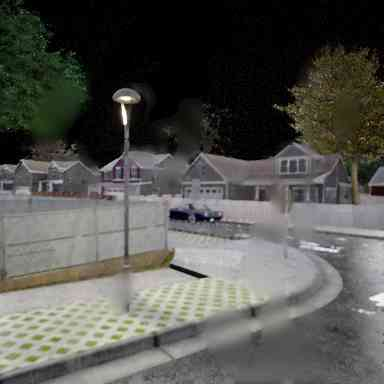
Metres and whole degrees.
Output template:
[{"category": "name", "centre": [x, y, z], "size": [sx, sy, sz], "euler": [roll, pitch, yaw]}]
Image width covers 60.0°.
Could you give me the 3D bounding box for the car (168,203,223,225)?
[{"category": "car", "centre": [-0.235, 1.409, 22.387], "size": [1.895, 1.301, 4.718], "euler": [3, -1, -42]}]
